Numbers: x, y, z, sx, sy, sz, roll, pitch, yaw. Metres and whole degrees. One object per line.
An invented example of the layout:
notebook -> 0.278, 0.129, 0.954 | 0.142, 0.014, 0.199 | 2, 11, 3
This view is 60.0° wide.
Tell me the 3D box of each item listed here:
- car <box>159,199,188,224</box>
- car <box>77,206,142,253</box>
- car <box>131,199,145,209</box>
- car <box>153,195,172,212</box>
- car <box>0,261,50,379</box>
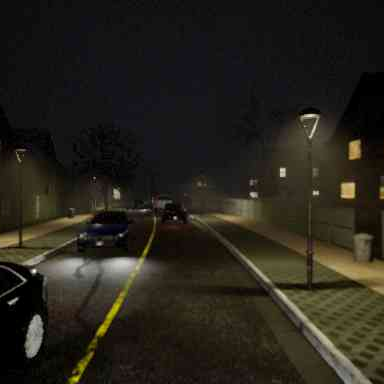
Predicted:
car -> -1.382, 1.543, 25.118 | 1.837, 1.490, 4.892 | 0, 0, -6
car -> -3.372, 1.534, 13.969 | 1.812, 1.442, 4.674 | 0, 0, -3
car -> -7.969, 1.782, 49.151 | 1.837, 1.490, 4.892 | 0, -1, -11
car -> -3.550, 1.390, 40.932 | 2.150, 2.045, 5.566 | 0, -1, -9
car -> -2.959, 1.511, 3.006 | 1.837, 1.490, 4.892 | 0, 0, -1
